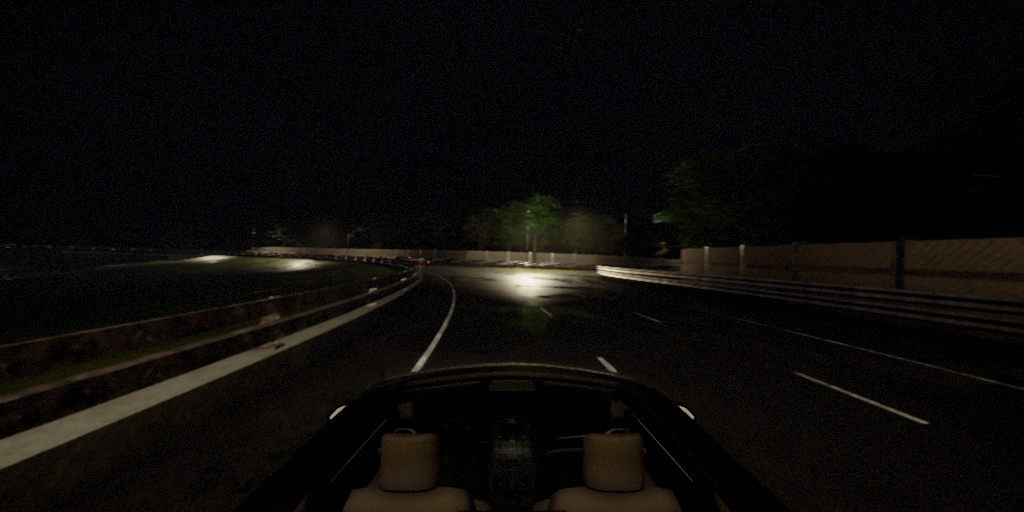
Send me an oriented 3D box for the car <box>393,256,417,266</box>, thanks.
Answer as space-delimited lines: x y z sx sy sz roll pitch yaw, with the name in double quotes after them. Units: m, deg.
-18.661 0.974 61.122 2.033 1.411 5.357 2 0 -35 "car"
